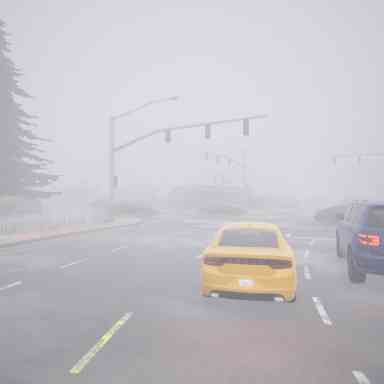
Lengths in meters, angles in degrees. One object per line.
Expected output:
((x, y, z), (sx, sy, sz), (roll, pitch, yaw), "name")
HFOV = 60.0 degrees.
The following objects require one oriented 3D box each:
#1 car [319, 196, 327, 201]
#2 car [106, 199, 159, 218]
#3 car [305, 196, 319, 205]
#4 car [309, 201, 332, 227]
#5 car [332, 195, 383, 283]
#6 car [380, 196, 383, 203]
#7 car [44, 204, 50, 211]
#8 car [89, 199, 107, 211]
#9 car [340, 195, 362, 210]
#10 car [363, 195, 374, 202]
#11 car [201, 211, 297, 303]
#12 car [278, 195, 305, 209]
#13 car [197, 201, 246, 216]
((24.150, 1.491, 62.737), (2.128, 1.511, 4.902), (0, 0, 32), "car")
((-5.317, 1.547, 31.461), (4.902, 1.511, 2.128), (0, 0, 32), "car")
((18.654, 1.526, 53.873), (1.812, 1.442, 4.674), (0, 0, 32), "car")
((10.413, 1.549, 21.694), (4.674, 1.442, 1.812), (0, 0, 32), "car")
((5.446, 1.221, 9.425), (2.150, 2.045, 5.566), (0, 0, 19), "car")
((40.442, 1.540, 69.221), (2.033, 1.411, 5.357), (0, 0, 31), "car")
((-19.179, 1.656, 40.075), (4.718, 1.301, 1.895), (0, 0, 32), "car")
((-9.586, 1.533, 38.234), (5.008, 1.535, 1.882), (0, 0, 32), "car")
((21.430, 1.352, 44.692), (2.097, 1.767, 4.553), (0, 0, 32), "car")
((39.709, 1.500, 74.733), (1.837, 1.490, 4.892), (0, 0, 31), "car")
((1.483, 1.478, 8.390), (1.882, 1.535, 5.008), (0, 0, 12), "car")
((13.304, 1.547, 45.136), (2.033, 1.411, 5.357), (0, 0, 31), "car")
((2.845, 1.564, 31.866), (4.674, 1.442, 1.812), (0, 0, 15), "car")
